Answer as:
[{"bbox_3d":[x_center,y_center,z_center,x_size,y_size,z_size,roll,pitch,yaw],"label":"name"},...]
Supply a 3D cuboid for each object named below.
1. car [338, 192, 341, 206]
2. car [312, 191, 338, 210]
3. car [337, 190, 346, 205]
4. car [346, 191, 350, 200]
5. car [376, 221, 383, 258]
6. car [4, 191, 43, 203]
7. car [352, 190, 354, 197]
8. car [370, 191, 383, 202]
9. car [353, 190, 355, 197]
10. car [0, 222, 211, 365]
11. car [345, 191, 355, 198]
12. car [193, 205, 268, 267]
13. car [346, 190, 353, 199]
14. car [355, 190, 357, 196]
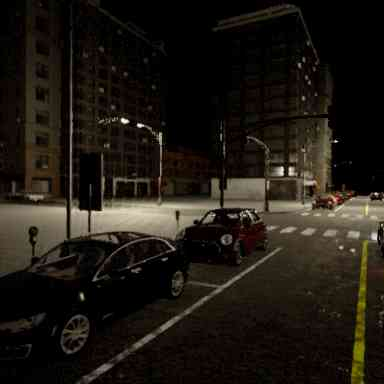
[{"bbox_3d":[16.157,1.063,39.187,1.752,1.417,4.829,1,1,28],"label":"car"},{"bbox_3d":[13.700,1.026,34.559,1.967,1.590,4.097,1,1,28],"label":"car"},{"bbox_3d":[18.776,0.802,44.111,2.192,1.841,5.009,1,1,28],"label":"car"},{"bbox_3d":[23.848,0.952,53.670,1.947,1.339,4.313,1,1,28],"label":"car"},{"bbox_3d":[7.570,1.437,11.540,2.033,1.411,5.357,1,1,28],"label":"car"},{"bbox_3d":[-19.784,0.554,39.077,4.718,1.301,1.895,1,1,28],"label":"car"},{"bbox_3d":[31.461,0.798,68.002,1.947,1.339,4.313,1,1,28],"label":"car"},{"bbox_3d":[32.629,0.944,58.718,2.033,1.411,5.357,1,1,28],"label":"car"},{"bbox_3d":[33.998,0.762,72.779,1.802,1.307,4.206,1,1,28],"label":"car"},{"bbox_3d":[-1.574,1.434,5.807,2.008,1.369,4.403,1,1,28],"label":"car"},{"bbox_3d":[39.074,0.518,82.331,1.967,1.590,4.097,1,1,28],"label":"car"},{"bbox_3d":[1.092,1.271,10.821,1.967,1.590,4.097,1,1,28],"label":"car"},{"bbox_3d":[28.924,0.834,63.224,2.008,1.369,4.403,1,1,28],"label":"car"},{"bbox_3d":[36.538,0.444,77.552,2.192,1.841,5.009,1,1,28],"label":"car"}]
